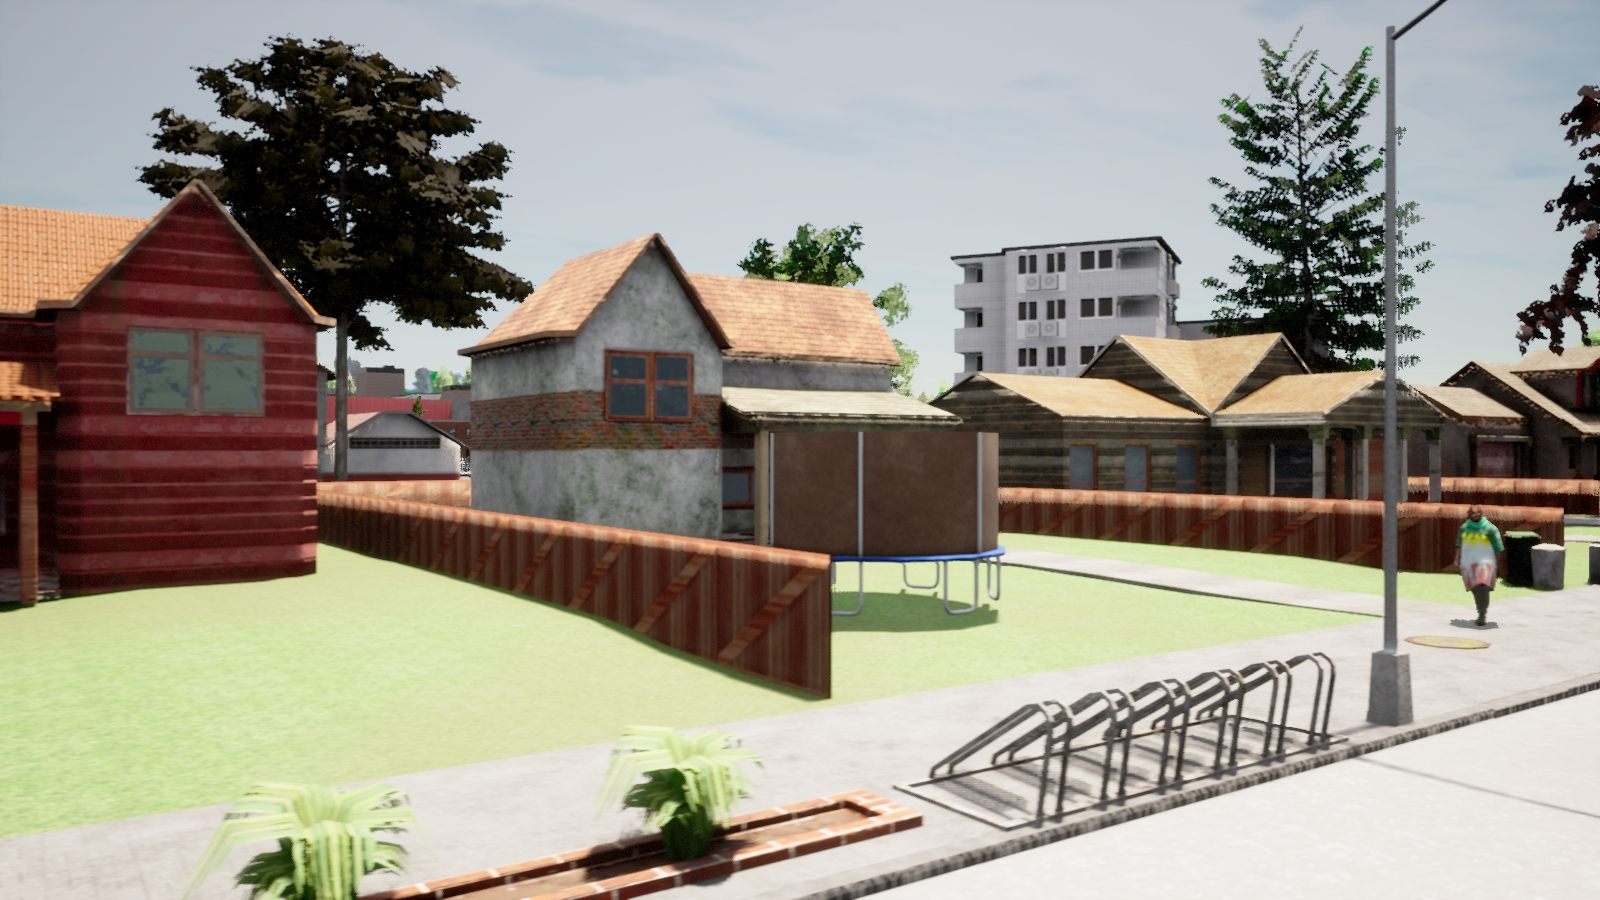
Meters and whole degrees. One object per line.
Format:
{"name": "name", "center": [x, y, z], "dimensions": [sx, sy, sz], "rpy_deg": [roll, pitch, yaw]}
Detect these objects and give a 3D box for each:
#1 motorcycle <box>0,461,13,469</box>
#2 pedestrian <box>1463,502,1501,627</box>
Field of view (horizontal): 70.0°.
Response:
{"name": "motorcycle", "center": [-116.326, 2.187, 167.055], "dimensions": [2.033, 1.199, 0.803], "rpy_deg": [0, 0, -35]}
{"name": "pedestrian", "center": [10.478, 1.746, 17.558], "dimensions": [0.375, 1.860, 0.375], "rpy_deg": [0, 0, -35]}
